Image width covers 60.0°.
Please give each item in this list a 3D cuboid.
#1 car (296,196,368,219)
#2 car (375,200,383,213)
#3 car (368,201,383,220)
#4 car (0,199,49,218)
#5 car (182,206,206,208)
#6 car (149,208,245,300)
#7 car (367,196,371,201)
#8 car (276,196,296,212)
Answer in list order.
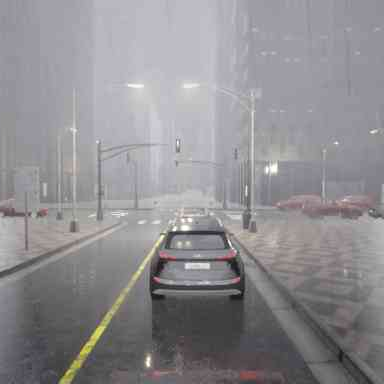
[{"bbox_3d":[12.155,1.462,29.146,5.009,1.841,2.192,0,1,0],"label":"car"},{"bbox_3d":[23.435,1.633,37.693,4.313,1.339,1.947,0,1,0],"label":"car"},{"bbox_3d":[17.798,1.741,29.159,4.313,1.339,1.947,0,1,0],"label":"car"},{"bbox_3d":[-14.886,1.566,29.099,4.507,1.381,1.887,0,1,0],"label":"car"},{"bbox_3d":[0.115,1.507,17.451,1.837,1.490,4.892,0,0,0],"label":"car"},{"bbox_3d":[0.117,1.428,8.364,2.033,1.649,4.856,0,0,0],"label":"car"},{"bbox_3d":[17.794,1.352,37.680,5.009,1.841,2.192,0,1,0],"label":"car"},{"bbox_3d":[12.150,1.324,37.669,5.009,1.841,2.192,0,1,0],"label":"car"}]
